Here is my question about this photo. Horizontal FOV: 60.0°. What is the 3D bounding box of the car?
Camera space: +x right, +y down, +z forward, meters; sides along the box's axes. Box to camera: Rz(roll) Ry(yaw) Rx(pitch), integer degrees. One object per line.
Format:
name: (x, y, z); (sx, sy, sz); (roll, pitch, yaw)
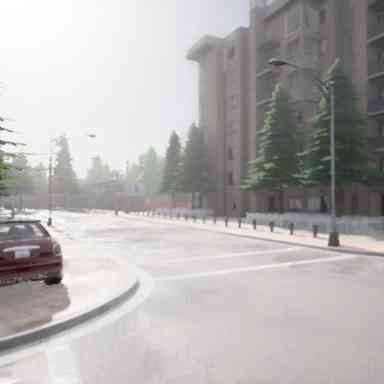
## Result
car: (-5.222, 1.413, 8.662); (4.553, 1.767, 2.097); (-2, -3, 43)
